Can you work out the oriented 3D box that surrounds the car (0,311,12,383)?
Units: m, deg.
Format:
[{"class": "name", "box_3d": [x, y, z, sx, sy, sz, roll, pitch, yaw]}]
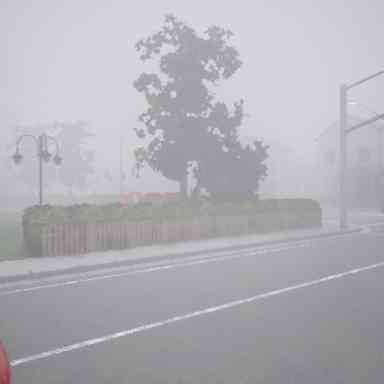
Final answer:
[{"class": "car", "box_3d": [-3.845, 1.235, 1.254, 5.566, 2.045, 2.150, 0, 0, -35]}]

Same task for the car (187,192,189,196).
[{"class": "car", "box_3d": [-0.252, 1.066, 48.111, 2.150, 2.045, 5.566, 0, 0, -35]}]

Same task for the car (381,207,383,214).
[{"class": "car", "box_3d": [18.269, 1.390, 27.927, 1.994, 1.385, 4.181, 0, 0, -28]}]
